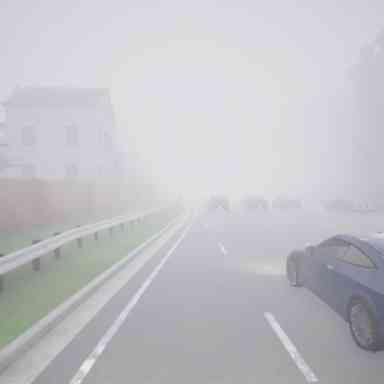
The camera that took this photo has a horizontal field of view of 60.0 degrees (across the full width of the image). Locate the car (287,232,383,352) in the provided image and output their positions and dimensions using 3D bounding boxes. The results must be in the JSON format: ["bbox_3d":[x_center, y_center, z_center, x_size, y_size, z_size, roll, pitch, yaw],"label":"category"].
[{"bbox_3d":[3.182,1.437,5.900,1.812,1.442,4.674,0,1,-2],"label":"car"}]

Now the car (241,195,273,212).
[{"bbox_3d":[5.816,1.023,31.271,1.837,1.490,4.892,0,1,-2],"label":"car"}]

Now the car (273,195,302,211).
[{"bbox_3d":[9.272,1.030,32.581,1.812,1.442,4.674,0,1,-2],"label":"car"}]

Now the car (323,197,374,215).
[{"bbox_3d":[12.938,1.133,27.811,2.033,1.411,5.357,0,1,-2],"label":"car"}]

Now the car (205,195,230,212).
[{"bbox_3d":[2.331,1.024,30.757,1.837,1.490,4.892,0,1,-2],"label":"car"}]
